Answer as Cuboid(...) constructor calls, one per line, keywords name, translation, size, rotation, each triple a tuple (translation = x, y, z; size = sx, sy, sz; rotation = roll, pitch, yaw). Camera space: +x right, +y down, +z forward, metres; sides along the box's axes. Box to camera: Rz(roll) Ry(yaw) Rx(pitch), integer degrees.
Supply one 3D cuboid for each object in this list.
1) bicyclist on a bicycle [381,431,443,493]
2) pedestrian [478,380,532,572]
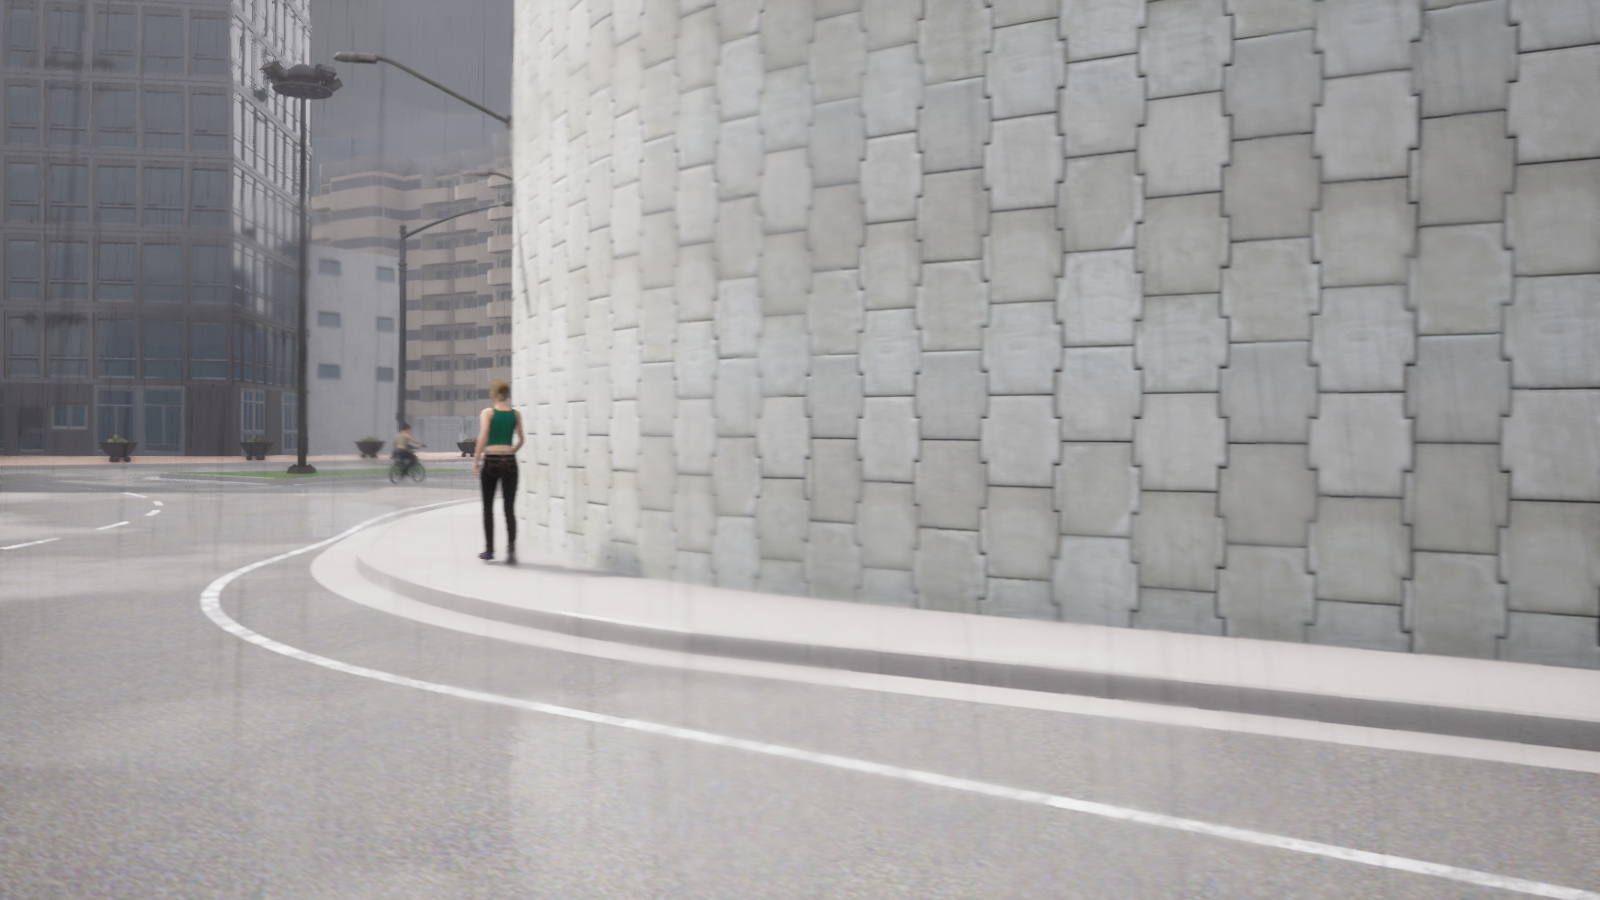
Cuboid(name="bicyclist on a bicycle", translation=(-10.437, 0.301, 33.800), size=(0.866, 1.612, 1.509), rotation=(0, 1, 18))
Cuboid(name="pedestrian", translation=(-2.904, 0.244, 12.348), size=(0.345, 1.836, 0.594), rotation=(-1, 1, -28))
